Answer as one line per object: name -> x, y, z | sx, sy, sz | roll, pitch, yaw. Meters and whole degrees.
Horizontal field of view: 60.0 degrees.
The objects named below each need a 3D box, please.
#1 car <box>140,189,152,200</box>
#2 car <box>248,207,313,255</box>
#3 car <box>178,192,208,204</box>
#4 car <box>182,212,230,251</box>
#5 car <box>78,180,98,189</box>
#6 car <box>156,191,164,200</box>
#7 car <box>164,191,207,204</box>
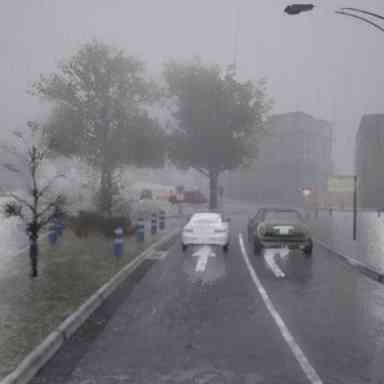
car -> -9.012, 0.374, 65.633 | 2.150, 2.045, 5.566 | 0, 4, -10
car -> 3.491, 1.416, 13.892 | 2.097, 1.767, 4.553 | 0, 0, 6
car -> 0.126, 0.976, 55.028 | 4.553, 1.767, 2.097 | 0, 1, 24
car -> 0.672, 1.586, 14.504 | 1.812, 1.442, 4.674 | 0, 0, 6
car -> -28.142, -1.598, 89.761 | 4.792, 1.488, 2.163 | -3, 6, -34
car -> -6.065, 0.499, 66.206 | 2.097, 1.767, 4.553 | 0, 4, -10
car -> -1.032, 0.878, 52.231 | 5.566, 2.045, 2.150 | 1, 1, 24
